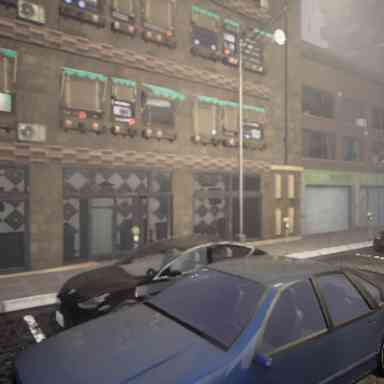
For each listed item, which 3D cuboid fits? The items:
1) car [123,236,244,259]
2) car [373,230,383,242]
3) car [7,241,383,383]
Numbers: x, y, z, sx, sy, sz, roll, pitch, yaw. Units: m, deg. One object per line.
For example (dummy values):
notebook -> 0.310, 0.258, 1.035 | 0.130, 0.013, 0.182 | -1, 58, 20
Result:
car -> -0.258, 1.579, 6.383 | 4.313, 1.339, 1.947 | 0, -1, -35
car -> 8.738, 1.624, 12.795 | 4.313, 1.339, 1.947 | 0, -1, -35
car -> 0.836, 1.559, 3.976 | 5.357, 1.411, 2.033 | 0, 0, -36
